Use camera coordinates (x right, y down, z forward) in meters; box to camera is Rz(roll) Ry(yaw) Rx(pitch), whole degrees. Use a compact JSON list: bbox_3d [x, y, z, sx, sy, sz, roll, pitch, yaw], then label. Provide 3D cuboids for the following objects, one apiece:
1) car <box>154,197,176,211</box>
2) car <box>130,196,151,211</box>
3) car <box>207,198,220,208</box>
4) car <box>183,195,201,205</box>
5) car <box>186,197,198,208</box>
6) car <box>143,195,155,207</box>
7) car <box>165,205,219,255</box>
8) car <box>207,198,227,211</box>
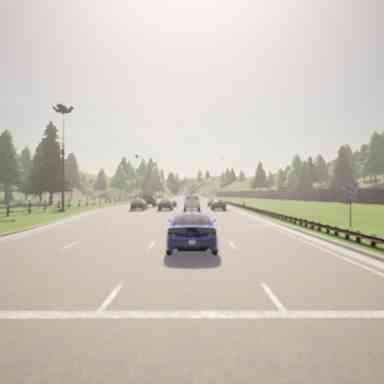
[{"bbox_3d":[-3.499,1.671,44.175,1.837,1.490,4.892,0,0,0],"label":"car"},{"bbox_3d":[-6.999,1.672,44.175,1.837,1.490,4.892,0,0,0],"label":"car"},{"bbox_3d":[3.501,1.731,54.595,1.812,1.442,4.674,0,0,0],"label":"car"},{"bbox_3d":[0.001,1.388,44.206,2.150,2.045,5.566,0,0,0],"label":"car"},{"bbox_3d":[0.001,1.683,54.595,1.882,1.535,5.008,0,0,0],"label":"car"},{"bbox_3d":[-6.999,1.427,54.626,2.150,2.045,5.566,0,0,0],"label":"car"},{"bbox_3d":[0.000,1.529,13.567,1.882,1.535,5.008,0,0,0],"label":"car"},{"bbox_3d":[3.501,1.658,44.175,2.128,1.511,4.902,0,0,0],"label":"car"}]
